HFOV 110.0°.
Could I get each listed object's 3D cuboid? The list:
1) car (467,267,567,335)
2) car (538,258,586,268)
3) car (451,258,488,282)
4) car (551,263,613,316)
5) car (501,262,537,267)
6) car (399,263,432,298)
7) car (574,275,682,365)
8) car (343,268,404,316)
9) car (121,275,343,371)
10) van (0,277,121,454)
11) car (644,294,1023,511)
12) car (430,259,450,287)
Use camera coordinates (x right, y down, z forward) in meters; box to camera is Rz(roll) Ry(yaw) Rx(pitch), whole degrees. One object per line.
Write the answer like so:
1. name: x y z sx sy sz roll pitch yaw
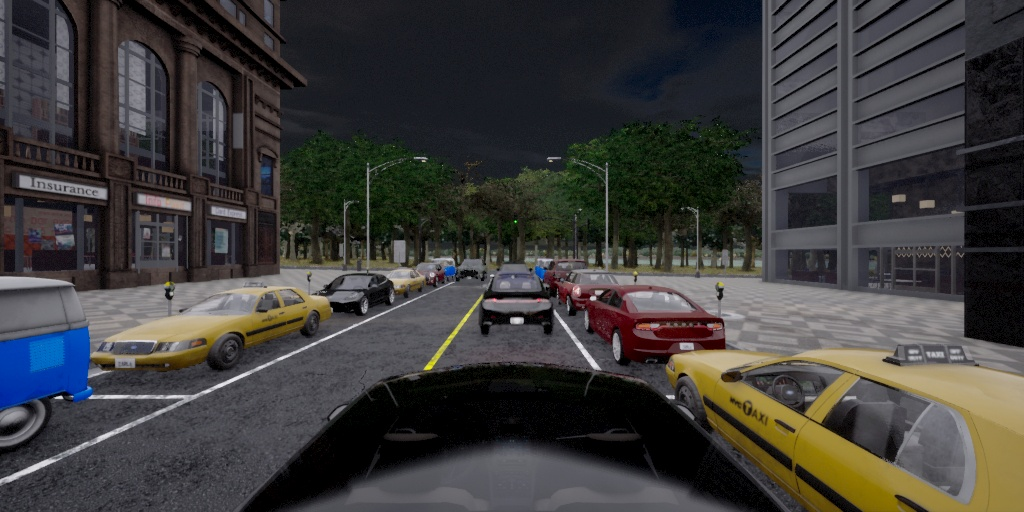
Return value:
1. car: 0.114 1.242 10.519 2.128 1.511 4.902 0 0 0
2. car: 2.789 1.066 18.779 2.192 1.841 5.009 0 0 0
3. car: -2.961 0.914 27.077 2.097 1.767 4.553 0 0 0
4. car: 2.780 1.190 13.341 1.967 1.591 4.097 0 0 0
5. car: 0.136 1.103 20.958 2.097 1.767 4.553 0 0 1
6. car: -5.737 1.277 18.622 1.751 1.417 4.829 0 0 0
7. car: 2.772 1.295 7.904 1.888 1.381 4.507 0 0 0
8. car: -5.745 1.316 13.354 1.948 1.339 4.313 0 0 0
9. car: -5.754 1.275 7.747 1.751 1.417 4.829 0 0 0
10. van: -5.762 1.091 2.479 1.690 1.789 3.998 0 0 0
11. car: 2.763 1.275 2.636 1.751 1.417 4.829 0 0 0
12. car: -5.728 1.192 24.229 1.967 1.591 4.097 0 0 0
